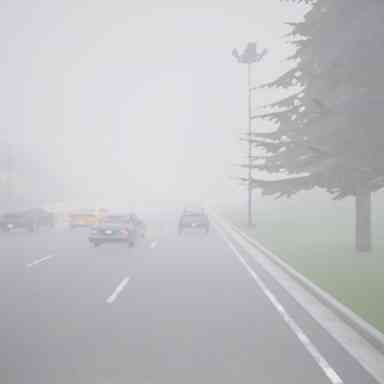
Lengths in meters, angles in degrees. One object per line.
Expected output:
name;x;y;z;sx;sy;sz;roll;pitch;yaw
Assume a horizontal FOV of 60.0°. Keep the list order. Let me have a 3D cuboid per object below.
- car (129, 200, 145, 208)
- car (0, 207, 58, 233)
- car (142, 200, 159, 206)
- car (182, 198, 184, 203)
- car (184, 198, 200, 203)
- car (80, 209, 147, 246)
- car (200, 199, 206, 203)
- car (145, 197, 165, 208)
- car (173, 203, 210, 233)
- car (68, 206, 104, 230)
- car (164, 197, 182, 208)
car;-10.457;2.180;62.248;2.033;1.411;5.357;0;-1;2
car;-10.393;1.725;21.532;1.837;1.490;4.892;0;-1;0
car;-9.102;2.329;72.775;1.895;1.301;4.718;0;-1;17
car;-2.120;2.112;71.880;2.128;1.511;4.902;0;-1;17
car;0.031;2.131;61.581;1.837;1.490;4.892;0;-1;2
car;-3.395;1.712;16.052;2.033;1.411;5.357;0;-1;0
car;1.506;2.223;71.858;2.033;1.411;5.357;0;-1;17
car;-6.954;1.988;62.545;2.097;1.767;4.553;0;-1;2
car;0.107;1.710;21.435;2.128;1.511;4.902;0;-1;0
car;-6.893;1.713;23.031;1.882;1.535;5.008;0;-1;0
car;-3.463;2.194;61.970;1.994;1.385;4.181;0;-1;2
